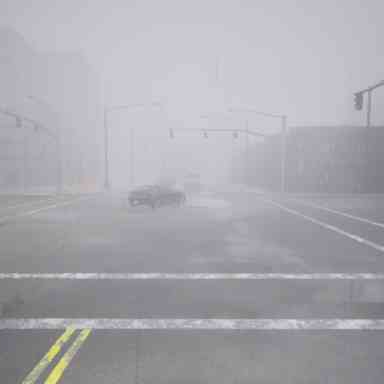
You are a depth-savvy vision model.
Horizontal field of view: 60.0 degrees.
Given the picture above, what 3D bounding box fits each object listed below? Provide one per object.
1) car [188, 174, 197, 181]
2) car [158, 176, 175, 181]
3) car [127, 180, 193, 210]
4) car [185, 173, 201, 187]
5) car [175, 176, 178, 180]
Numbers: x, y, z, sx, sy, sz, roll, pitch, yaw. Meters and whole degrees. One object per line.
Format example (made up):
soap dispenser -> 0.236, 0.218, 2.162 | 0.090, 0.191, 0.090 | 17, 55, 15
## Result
car -> 0.102, -3.480, 78.816 | 1.994, 1.385, 4.181 | 0, 4, 0
car -> -3.544, -0.951, 41.389 | 1.994, 1.385, 4.181 | 0, 4, 0
car -> -2.255, 0.264, 22.240 | 2.128, 1.511, 4.902 | 3, 5, 30
car -> 0.166, -1.847, 49.603 | 2.150, 2.045, 5.566 | 0, 4, 0
car -> -3.528, -1.677, 51.295 | 1.837, 1.490, 4.892 | 0, 4, 0
